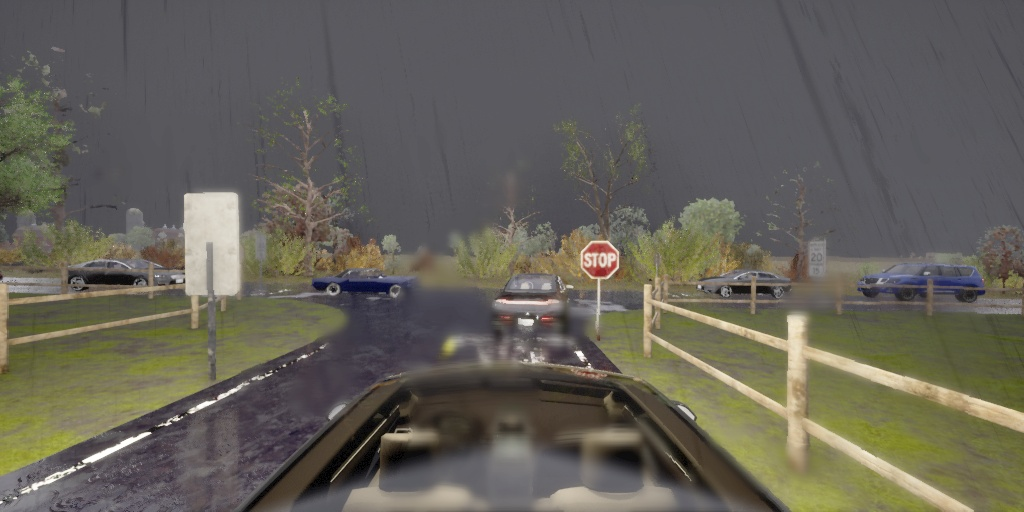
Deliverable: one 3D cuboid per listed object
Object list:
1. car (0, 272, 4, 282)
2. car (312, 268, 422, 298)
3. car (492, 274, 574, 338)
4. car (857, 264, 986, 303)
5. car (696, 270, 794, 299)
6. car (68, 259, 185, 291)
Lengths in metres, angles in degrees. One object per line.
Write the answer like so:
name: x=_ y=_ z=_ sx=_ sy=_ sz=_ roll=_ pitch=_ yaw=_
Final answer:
car: x=-27.784 y=0.717 z=17.309 sx=4.674 sy=1.442 sz=1.812 roll=1 pitch=1 yaw=0
car: x=-6.813 y=1.248 z=17.272 sx=4.718 sy=1.301 sz=1.895 roll=1 pitch=1 yaw=0
car: x=0.711 y=1.240 z=10.235 sx=2.128 sy=1.511 sz=4.902 roll=0 pitch=0 yaw=9
car: x=22.911 y=1.467 z=20.169 sx=5.566 sy=2.045 sz=2.150 roll=1 pitch=1 yaw=0
car: x=13.015 y=1.525 z=20.186 sx=4.902 sy=1.511 sz=2.128 roll=1 pitch=1 yaw=0
car: x=-18.481 y=0.885 z=17.296 sx=4.902 sy=1.511 sz=2.128 roll=1 pitch=1 yaw=0
